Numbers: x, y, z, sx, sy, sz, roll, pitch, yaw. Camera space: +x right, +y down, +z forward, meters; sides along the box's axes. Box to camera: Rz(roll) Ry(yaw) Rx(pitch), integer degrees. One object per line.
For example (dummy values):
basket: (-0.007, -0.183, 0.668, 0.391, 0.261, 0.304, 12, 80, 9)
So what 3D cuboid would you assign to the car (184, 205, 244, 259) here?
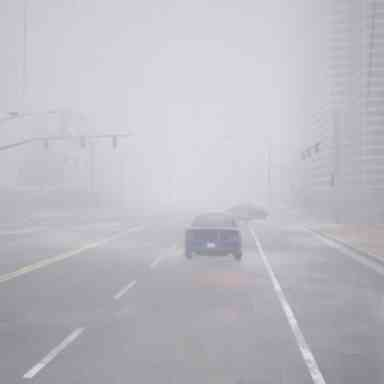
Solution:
car: (0.924, 1.485, 12.686, 1.882, 1.535, 5.008, 0, 0, 8)

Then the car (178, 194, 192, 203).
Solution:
car: (-1.858, 1.552, 73.584, 1.837, 1.490, 4.892, 0, 0, 7)

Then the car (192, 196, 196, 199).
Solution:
car: (0.145, 1.569, 89.097, 1.812, 1.442, 4.674, 0, 0, 7)

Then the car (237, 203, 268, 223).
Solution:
car: (4.354, 1.576, 26.152, 1.994, 1.385, 4.181, 0, 0, 37)
